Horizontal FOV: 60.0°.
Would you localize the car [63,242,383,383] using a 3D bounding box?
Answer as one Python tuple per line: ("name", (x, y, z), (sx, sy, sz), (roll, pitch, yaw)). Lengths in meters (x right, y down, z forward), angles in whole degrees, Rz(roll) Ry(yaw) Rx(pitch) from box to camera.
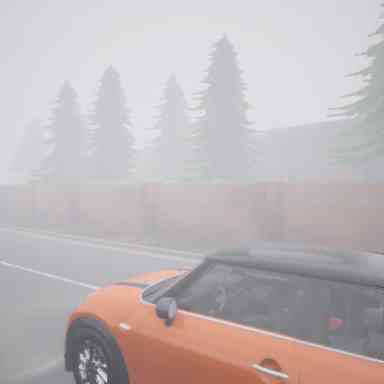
("car", (0.691, 1.339, 3.496), (4.553, 1.767, 2.097), (1, 0, 36))
